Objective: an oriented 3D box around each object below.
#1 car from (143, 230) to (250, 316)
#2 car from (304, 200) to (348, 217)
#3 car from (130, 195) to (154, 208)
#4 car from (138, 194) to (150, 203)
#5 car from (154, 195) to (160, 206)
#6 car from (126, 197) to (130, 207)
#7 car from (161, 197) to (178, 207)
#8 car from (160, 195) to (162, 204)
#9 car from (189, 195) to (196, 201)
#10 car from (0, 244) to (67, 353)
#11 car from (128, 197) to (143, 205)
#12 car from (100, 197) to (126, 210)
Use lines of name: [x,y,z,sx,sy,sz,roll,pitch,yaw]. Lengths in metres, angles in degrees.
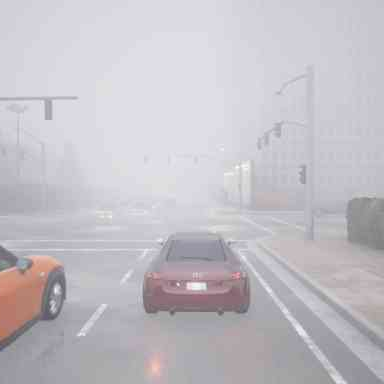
car: [0.089,1.564,7.634,1.994,1.385,4.181,0,0,0]
car: [13.142,1.547,31.381,4.902,1.511,2.128,0,0,0]
car: [-7.012,1.352,47.065,2.097,1.767,4.553,0,0,0]
car: [-10.387,1.355,72.246,2.097,1.767,4.553,0,0,0]
car: [-6.995,1.505,56.007,1.837,1.490,4.892,0,0,0]
car: [-10.507,1.477,52.616,1.882,1.535,5.008,0,0,0]
car: [-3.312,1.477,52.343,1.882,1.535,5.008,0,0,0]
car: [-6.922,1.352,66.085,2.097,1.767,4.553,0,0,1]
car: [0.132,1.552,84.548,1.994,1.385,4.181,0,0,0]
car: [-3.433,1.352,4.461,2.097,1.767,4.553,0,0,1]
car: [-10.460,1.601,61.916,1.895,1.301,4.718,0,0,0]
car: [-10.535,1.491,43.467,2.128,1.511,4.902,0,0,1]
